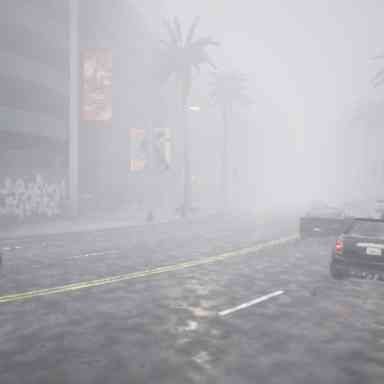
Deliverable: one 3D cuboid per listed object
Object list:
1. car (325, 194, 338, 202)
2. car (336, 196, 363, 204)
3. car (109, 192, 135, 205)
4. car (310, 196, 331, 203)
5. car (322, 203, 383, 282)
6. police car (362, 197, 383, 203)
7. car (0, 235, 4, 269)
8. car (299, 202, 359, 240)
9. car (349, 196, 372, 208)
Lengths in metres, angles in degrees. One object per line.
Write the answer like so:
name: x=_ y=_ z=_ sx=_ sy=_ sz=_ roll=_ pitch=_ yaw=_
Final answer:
car: x=32.877 y=1.318 z=77.300 sx=2.185 sy=1.767 sz=4.553 roll=0 pitch=0 yaw=16
car: x=19.412 y=1.508 z=41.183 sx=1.812 sy=1.442 sz=4.674 roll=0 pitch=0 yaw=16
car: x=-10.836 y=0.982 z=51.444 sx=2.435 sy=2.045 sz=5.566 roll=0 pitch=0 yaw=16
car: x=16.221 y=1.543 z=42.763 sx=1.994 sy=1.385 sz=4.181 roll=0 pitch=0 yaw=16
car: x=5.505 y=1.350 z=9.019 sx=2.097 sy=1.767 sz=4.553 roll=0 pitch=0 yaw=42
police car: x=14.292 y=1.416 z=24.752 sx=1.930 sy=1.638 sz=5.238 roll=0 pitch=0 yaw=20
car: x=-6.958 y=1.495 z=7.331 sx=4.892 sy=1.490 sz=1.837 roll=0 pitch=1 yaw=-35
car: x=6.757 y=1.470 z=16.420 sx=1.882 sy=1.535 sz=5.008 roll=0 pitch=0 yaw=33
car: x=24.785 y=1.461 z=49.062 sx=2.231 sy=1.521 sz=4.892 roll=0 pitch=0 yaw=16
